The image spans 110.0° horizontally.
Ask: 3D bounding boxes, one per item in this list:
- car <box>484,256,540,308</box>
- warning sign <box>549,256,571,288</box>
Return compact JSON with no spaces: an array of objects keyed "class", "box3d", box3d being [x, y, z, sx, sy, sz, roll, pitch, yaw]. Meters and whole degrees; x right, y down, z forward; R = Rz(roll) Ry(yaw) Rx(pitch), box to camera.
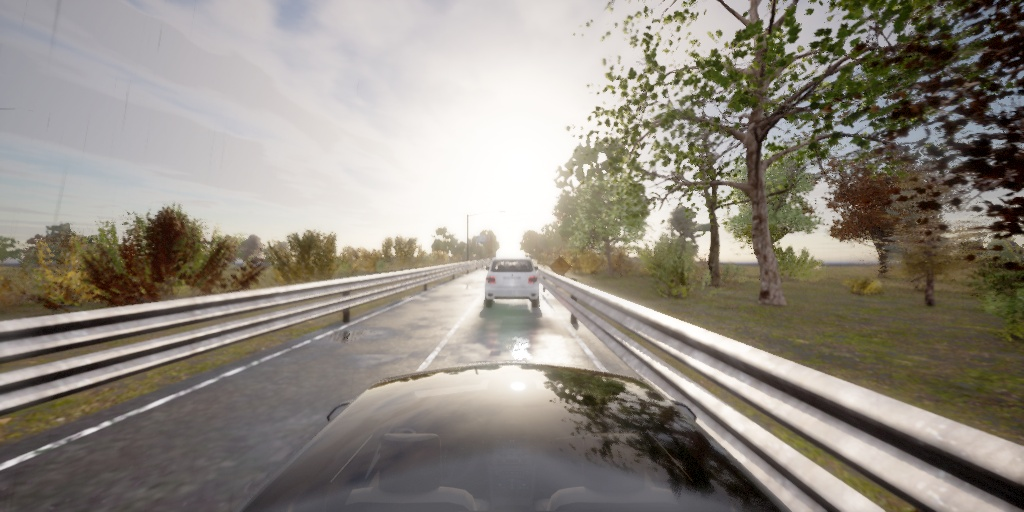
[{"class":"car","box3d":[0.004,1.035,15.857,2.150,2.045,5.566,0,0,0]},{"class":"warning sign","box3d":[2.855,0.930,20.978,1.300,1.860,1.060,0,0,0]}]
